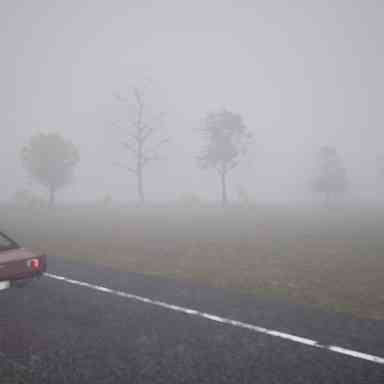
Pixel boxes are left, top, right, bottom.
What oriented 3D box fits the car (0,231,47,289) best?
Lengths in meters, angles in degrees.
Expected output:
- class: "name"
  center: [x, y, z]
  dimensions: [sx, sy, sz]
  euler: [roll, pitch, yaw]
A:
- class: "car"
  center: [-5.532, 1.541, 7.785]
  dimensions: [4.718, 1.301, 1.895]
  euler: [0, 1, 35]
